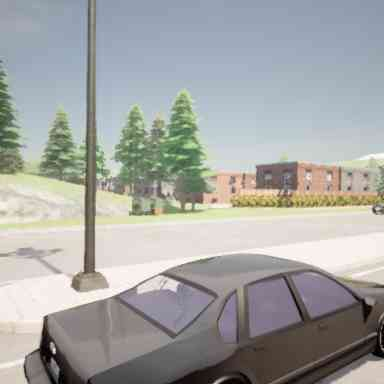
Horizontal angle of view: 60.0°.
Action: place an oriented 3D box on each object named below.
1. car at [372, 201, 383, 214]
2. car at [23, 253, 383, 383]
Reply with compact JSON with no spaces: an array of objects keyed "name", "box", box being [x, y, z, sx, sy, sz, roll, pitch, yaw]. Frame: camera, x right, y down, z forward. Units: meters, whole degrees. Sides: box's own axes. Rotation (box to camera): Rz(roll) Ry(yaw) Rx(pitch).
[{"name":"car","box":[22.599,1.786,38.291,4.902,1.511,2.128,1,0,-35]},{"name":"car","box":[0.857,1.568,4.335,5.357,1.411,2.033,1,0,-35]}]
